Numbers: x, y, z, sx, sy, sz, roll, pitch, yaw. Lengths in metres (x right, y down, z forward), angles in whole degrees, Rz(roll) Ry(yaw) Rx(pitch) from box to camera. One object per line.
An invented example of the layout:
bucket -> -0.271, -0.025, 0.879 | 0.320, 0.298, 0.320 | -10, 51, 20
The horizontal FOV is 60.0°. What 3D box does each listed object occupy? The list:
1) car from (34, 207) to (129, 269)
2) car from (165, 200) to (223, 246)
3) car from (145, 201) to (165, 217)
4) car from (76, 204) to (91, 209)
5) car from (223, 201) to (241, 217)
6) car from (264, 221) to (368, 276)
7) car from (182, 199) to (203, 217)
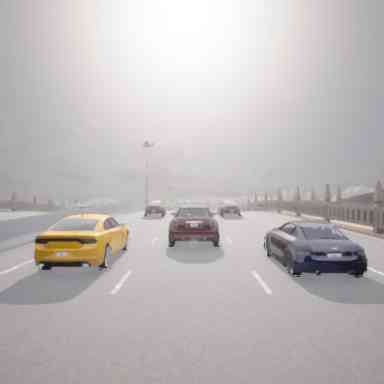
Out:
car -> -3.417, 1.489, 11.195 | 1.882, 1.535, 5.008 | 0, 0, 0
car -> 0.077, 1.367, 15.522 | 2.097, 1.767, 4.553 | 0, 0, 0
car -> -3.448, 1.561, 32.074 | 1.812, 1.442, 4.674 | 0, 0, 0
car -> -17.582, 2.696, 54.578 | 1.812, 1.442, 4.674 | 0, -6, 0
car -> 3.552, 1.560, 32.073 | 1.812, 1.442, 4.674 | 0, 0, 0
car -> 3.584, 1.574, 10.371 | 1.994, 1.385, 4.181 | 0, 0, 0
car -> 0.050, 1.519, 33.064 | 1.882, 1.535, 5.008 | 0, 0, 0
